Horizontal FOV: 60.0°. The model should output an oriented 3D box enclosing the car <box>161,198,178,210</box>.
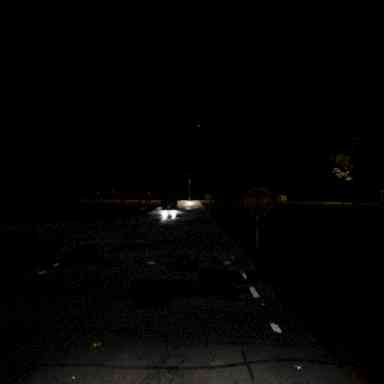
[{"bbox_3d":[-2.764,1.475,41.827,2.128,1.511,4.902,0,1,0],"label":"car"}]
